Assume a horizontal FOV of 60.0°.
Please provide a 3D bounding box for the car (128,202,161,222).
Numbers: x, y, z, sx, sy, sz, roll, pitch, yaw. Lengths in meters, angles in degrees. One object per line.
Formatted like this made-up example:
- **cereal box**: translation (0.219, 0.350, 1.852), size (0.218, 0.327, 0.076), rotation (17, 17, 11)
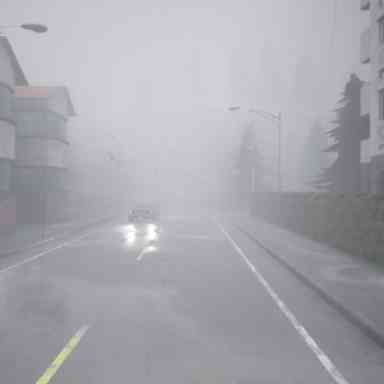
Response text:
- **car**: translation (-3.511, 1.453, 25.094), size (1.895, 1.301, 4.718), rotation (0, 0, 0)
